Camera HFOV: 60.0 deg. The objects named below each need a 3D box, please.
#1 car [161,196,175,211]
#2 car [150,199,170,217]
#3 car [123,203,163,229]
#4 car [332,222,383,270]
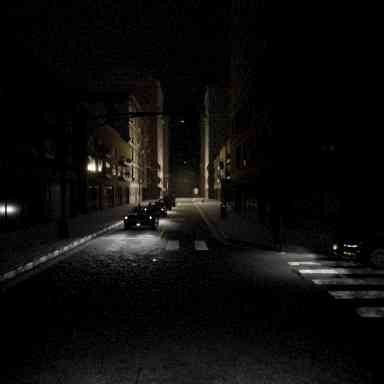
[{"bbox_3d":[-3.444,1.547,40.179,1.994,1.385,4.181,0,0,0],"label":"car"},{"bbox_3d":[-3.324,1.591,30.905,1.895,1.301,4.718,0,0,-1],"label":"car"},{"bbox_3d":[-3.185,1.596,21.733,1.895,1.301,4.718,0,0,-1],"label":"car"},{"bbox_3d":[6.920,1.496,10.242,4.892,1.490,1.837,0,0,5],"label":"car"}]
